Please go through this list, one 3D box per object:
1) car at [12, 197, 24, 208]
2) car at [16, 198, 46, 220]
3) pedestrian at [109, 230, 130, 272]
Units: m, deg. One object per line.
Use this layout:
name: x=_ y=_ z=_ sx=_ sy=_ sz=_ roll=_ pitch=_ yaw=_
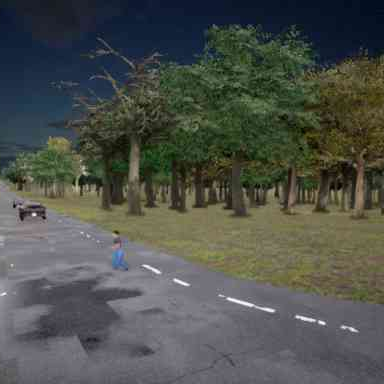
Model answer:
car: x=-23.898 y=1.442 z=46.250 sx=2.033 sy=1.411 sz=5.357 roll=0 pitch=0 yaw=-30
car: x=-13.498 y=1.486 z=27.995 sx=1.837 sy=1.490 sz=4.892 roll=0 pitch=0 yaw=-30
pedestrian: x=-2.023 y=1.574 z=9.255 sx=0.375 sy=1.300 sz=0.375 roll=-2 pitch=3 yaw=-30
